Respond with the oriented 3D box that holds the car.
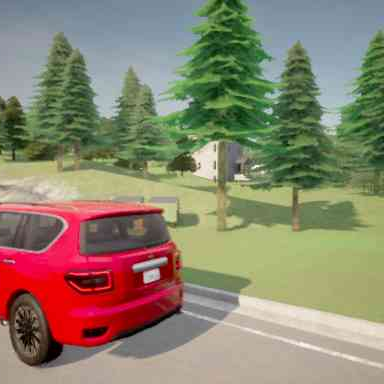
[{"bbox_3d":[-2.712,1.168,5.927,5.566,2.045,2.150,1,0,35],"label":"car"}]
